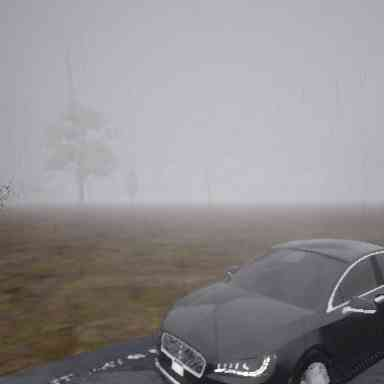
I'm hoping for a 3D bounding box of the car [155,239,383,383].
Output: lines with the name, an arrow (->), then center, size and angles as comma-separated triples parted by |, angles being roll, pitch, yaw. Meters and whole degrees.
car -> 1.803, 1.510, 4.773 | 4.892, 1.490, 1.837 | 0, 0, -37
